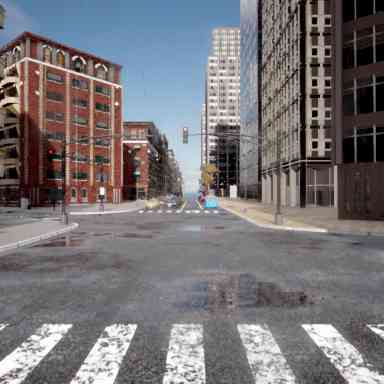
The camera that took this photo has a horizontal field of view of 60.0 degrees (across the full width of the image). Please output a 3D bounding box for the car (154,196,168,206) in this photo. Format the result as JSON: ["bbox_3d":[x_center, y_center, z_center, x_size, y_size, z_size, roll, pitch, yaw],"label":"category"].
[{"bbox_3d":[-5.312,1.510,56.882,1.967,1.590,4.097,0,0,0],"label":"car"}]

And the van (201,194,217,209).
[{"bbox_3d":[2.569,1.386,45.776,1.690,1.788,3.998,0,0,0],"label":"van"}]

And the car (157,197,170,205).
[{"bbox_3d":[-5.313,1.650,62.434,1.947,1.339,4.313,0,0,0],"label":"car"}]

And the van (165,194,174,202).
[{"bbox_3d":[-5.312,1.474,79.090,1.690,1.788,3.998,0,0,0],"label":"van"}]

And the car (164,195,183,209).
[{"bbox_3d":[-2.813,1.537,45.966,2.128,1.511,4.902,0,0,2],"label":"car"}]

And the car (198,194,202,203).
[{"bbox_3d":[2.567,1.644,67.985,1.887,1.381,4.507,0,0,0],"label":"car"}]

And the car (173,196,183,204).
[{"bbox_3d":[-2.775,1.621,66.420,1.812,1.442,4.674,0,0,1],"label":"car"}]

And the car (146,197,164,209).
[{"bbox_3d":[-5.312,1.570,45.606,1.752,1.417,4.829,0,0,0],"label":"car"}]
